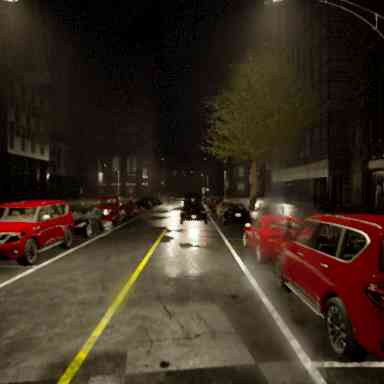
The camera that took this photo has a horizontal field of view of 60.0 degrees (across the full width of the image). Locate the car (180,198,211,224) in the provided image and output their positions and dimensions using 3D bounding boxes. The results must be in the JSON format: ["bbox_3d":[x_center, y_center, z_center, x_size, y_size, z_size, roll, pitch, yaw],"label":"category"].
[{"bbox_3d":[0.107,1.400,23.404,1.812,1.442,4.674,0,0,0],"label":"car"}]

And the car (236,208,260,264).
[{"bbox_3d":[2.860,1.483,11.419,1.887,1.381,4.507,0,0,0],"label":"car"}]

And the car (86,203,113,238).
[{"bbox_3d":[-5.664,1.474,17.069,1.947,1.339,4.313,0,0,0],"label":"car"}]

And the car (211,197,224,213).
[{"bbox_3d":[2.864,1.374,28.508,1.752,1.417,4.829,0,0,0],"label":"car"}]

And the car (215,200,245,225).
[{"bbox_3d":[2.863,1.444,22.697,1.947,1.339,4.313,0,0,0],"label":"car"}]

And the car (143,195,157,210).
[{"bbox_3d":[-5.658,1.362,39.624,1.947,1.339,4.313,0,0,0],"label":"car"}]

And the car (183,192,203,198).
[{"bbox_3d":[0.117,1.016,40.077,2.150,2.045,5.566,0,0,0],"label":"car"}]

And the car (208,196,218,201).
[{"bbox_3d":[2.866,1.404,33.977,1.802,1.307,4.206,0,0,0],"label":"car"}]

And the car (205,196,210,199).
[{"bbox_3d":[2.867,1.236,39.616,1.967,1.590,4.097,0,0,0],"label":"car"}]

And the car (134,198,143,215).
[{"bbox_3d":[-5.660,1.394,28.346,1.887,1.381,4.507,0,0,0],"label":"car"}]

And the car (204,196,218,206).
[{"bbox_3d":[2.870,1.316,50.894,1.947,1.339,4.313,0,0,0],"label":"car"}]

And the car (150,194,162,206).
[{"bbox_3d":[-5.656,1.339,45.261,1.947,1.339,4.313,0,0,0],"label":"car"}]

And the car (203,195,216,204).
[{"bbox_3d":[2.872,1.296,56.535,1.947,1.339,4.313,0,0,0],"label":"car"}]

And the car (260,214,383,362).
[{"bbox_3d":[2.858,1.283,5.778,2.192,1.841,5.009,0,0,0],"label":"car"}]

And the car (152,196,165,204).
[{"bbox_3d":[-5.653,1.312,56.539,1.802,1.307,4.206,0,0,0],"label":"car"}]

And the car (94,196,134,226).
[{"bbox_3d":[-5.663,1.193,22.705,2.192,1.841,5.009,0,0,0],"label":"car"}]

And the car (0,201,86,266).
[{"bbox_3d":[-5.666,1.253,11.428,2.192,1.841,5.009,0,0,0],"label":"car"}]

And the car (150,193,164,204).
[{"bbox_3d":[-5.655,1.065,50.898,2.192,1.841,5.009,0,0,0],"label":"car"}]

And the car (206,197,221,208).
[{"bbox_3d":[2.869,1.354,45.255,1.802,1.307,4.206,0,0,0],"label":"car"}]
